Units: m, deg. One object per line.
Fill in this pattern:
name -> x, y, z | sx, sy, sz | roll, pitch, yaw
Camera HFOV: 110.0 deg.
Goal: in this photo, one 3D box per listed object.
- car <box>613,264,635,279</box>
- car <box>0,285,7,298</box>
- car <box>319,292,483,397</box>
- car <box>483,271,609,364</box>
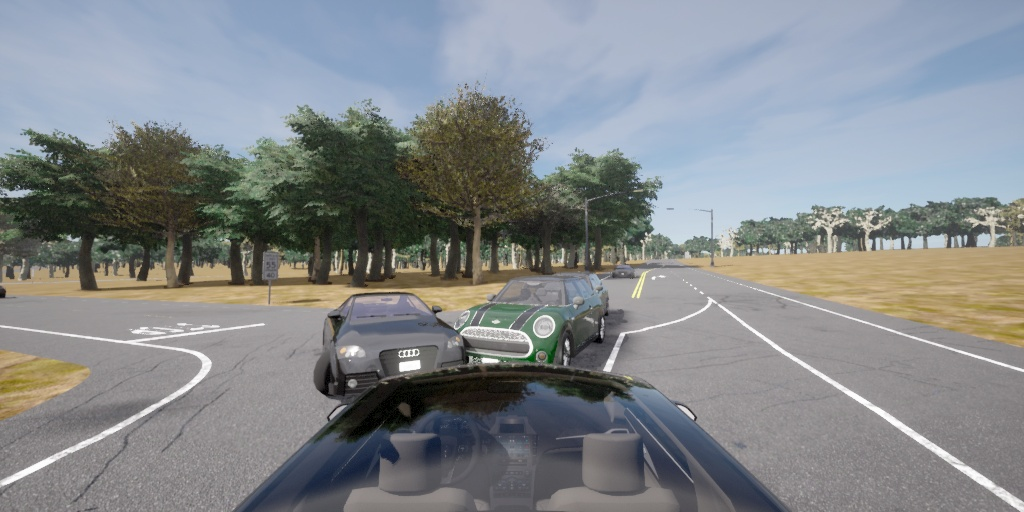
car -> 11.116, 1.526, 35.659 | 1.994, 1.385, 4.181 | -1, 0, 21
car -> -40.863, 2.561, 27.404 | 4.181, 1.385, 1.994 | -2, -3, 22
car -> -2.356, 1.376, 6.640 | 1.994, 1.385, 4.181 | 1, -2, -29
car -> 0.615, 1.218, 7.846 | 2.097, 1.767, 4.553 | -1, -2, 26
